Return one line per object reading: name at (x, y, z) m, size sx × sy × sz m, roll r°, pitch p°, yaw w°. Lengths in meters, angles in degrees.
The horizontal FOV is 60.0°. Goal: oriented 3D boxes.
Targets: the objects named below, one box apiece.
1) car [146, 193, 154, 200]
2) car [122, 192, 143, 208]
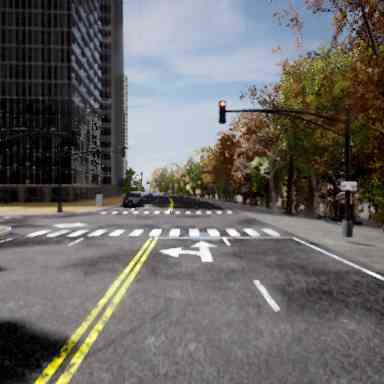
car at (-9.906, 0.984, 78.515) m, size 1.882 × 1.535 × 5.008 m, roll 0°, pitch 0°, yaw -5°
car at (-7.537, 1.053, 42.779) m, size 2.150 × 2.045 × 5.566 m, roll 0°, pitch 2°, yaw -3°
